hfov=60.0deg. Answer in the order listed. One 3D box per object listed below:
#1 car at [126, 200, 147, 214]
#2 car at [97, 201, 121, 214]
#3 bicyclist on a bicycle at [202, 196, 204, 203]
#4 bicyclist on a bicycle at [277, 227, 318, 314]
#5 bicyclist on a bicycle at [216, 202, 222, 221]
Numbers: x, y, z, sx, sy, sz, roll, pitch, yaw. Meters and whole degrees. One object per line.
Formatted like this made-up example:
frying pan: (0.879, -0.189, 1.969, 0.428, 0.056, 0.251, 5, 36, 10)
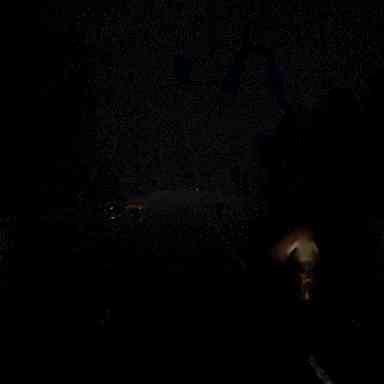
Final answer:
car: (-6.463, 1.779, 39.261, 1.882, 1.535, 5.008, 0, 0, 0)
car: (-9.710, 1.827, 39.544, 1.812, 1.442, 4.674, 0, 0, 0)
bicyclist on a bicycle: (2.475, 1.672, 75.891, 0.659, 1.776, 1.843, 0, 1, 0)
bicyclist on a bicycle: (2.242, 1.512, 6.828, 0.866, 1.612, 1.509, 0, -1, 0)
bicyclist on a bicycle: (2.332, 1.704, 28.767, 0.582, 1.620, 1.656, 0, -1, 0)
